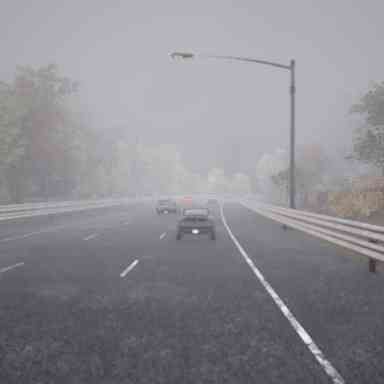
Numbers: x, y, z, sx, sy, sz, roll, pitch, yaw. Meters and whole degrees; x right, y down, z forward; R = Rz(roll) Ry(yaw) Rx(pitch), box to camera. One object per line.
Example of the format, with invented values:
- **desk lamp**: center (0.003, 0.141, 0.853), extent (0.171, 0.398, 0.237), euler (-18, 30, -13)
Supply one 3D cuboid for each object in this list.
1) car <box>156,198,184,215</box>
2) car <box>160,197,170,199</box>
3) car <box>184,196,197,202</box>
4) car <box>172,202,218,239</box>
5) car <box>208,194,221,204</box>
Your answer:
- **car**: center (-2.269, 1.606, 33.421), extent (1.895, 1.301, 4.718), euler (0, 0, 4)
- **car**: center (-4.144, 1.491, 52.917), extent (1.882, 1.535, 5.008), euler (0, 0, 6)
- **car**: center (-0.387, 1.382, 55.359), extent (2.097, 1.767, 4.553), euler (0, 0, 6)
- **car**: center (0.277, 1.513, 17.303), extent (1.837, 1.490, 4.892), euler (0, 0, 3)
- **car**: center (3.956, 1.581, 63.024), extent (1.812, 1.442, 4.674), euler (0, 0, 6)
